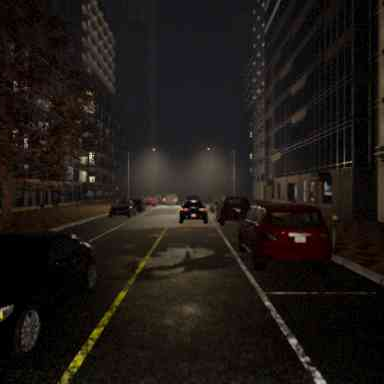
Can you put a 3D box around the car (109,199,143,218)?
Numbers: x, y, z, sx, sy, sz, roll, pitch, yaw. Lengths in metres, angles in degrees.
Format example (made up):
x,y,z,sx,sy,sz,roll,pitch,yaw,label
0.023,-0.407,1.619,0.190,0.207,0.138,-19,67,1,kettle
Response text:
x,y,z,sx,sy,sz,roll,pitch,yaw,label
-5.677,1.382,27.766,2.008,1.369,4.403,0,0,0,car

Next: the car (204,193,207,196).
x,y,z,sx,sy,sz,roll,pitch,yaw,label
2.716,1.171,61.903,1.947,1.339,4.313,0,0,0,car

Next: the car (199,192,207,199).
x,y,z,sx,sy,sz,roll,pitch,yaw,label
2.725,0.887,84.668,1.967,1.590,4.097,0,0,0,car

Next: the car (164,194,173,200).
x,y,z,sx,sy,sz,roll,pitch,yaw,label
-5.658,1.069,78.996,1.802,1.307,4.206,0,0,0,car

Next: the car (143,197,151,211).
x,y,z,sx,sy,sz,roll,pitch,yaw,label
-5.676,1.360,33.459,1.947,1.339,4.313,0,0,0,car

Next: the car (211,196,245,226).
x,y,z,sx,sy,sz,roll,pitch,yaw,label
2.702,1.182,22.057,2.192,1.841,5.009,0,0,0,car

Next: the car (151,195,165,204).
x,y,z,sx,sy,sz,roll,pitch,yaw,label
-5.667,1.194,56.227,2.008,1.369,4.403,0,0,0,car

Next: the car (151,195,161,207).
x,y,z,sx,sy,sz,roll,pitch,yaw,label
-5.671,1.302,44.841,1.802,1.307,4.206,0,0,0,car

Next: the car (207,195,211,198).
x,y,z,sx,sy,sz,roll,pitch,yaw,label
2.705,1.319,33.612,1.752,1.417,4.829,0,0,0,car

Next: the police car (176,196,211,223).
x,y,z,sx,sy,sz,roll,pitch,yaw,label
0.109,1.358,24.468,2.038,1.542,4.974,0,0,0,police car

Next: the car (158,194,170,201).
x,y,z,sx,sy,sz,roll,pitch,yaw,label
-5.663,1.111,67.611,1.887,1.381,4.507,0,0,0,car

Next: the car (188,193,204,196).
x,y,z,sx,sy,sz,roll,pitch,yaw,label
0.115,1.097,41.034,2.097,1.767,4.553,0,0,0,car

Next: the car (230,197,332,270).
x,y,z,sx,sy,sz,roll,pitch,yaw,label
2.698,1.251,10.673,2.192,1.841,5.009,0,0,0,car

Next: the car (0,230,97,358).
x,y,z,sx,sy,sz,roll,pitch,yaw,label
-3.098,1.489,6.072,1.812,1.442,4.674,0,0,0,car

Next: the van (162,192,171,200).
x,y,z,sx,sy,sz,roll,pitch,yaw,label
-5.660,0.868,73.302,1.690,1.788,3.998,0,0,0,van

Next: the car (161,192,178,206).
x,y,z,sx,sy,sz,roll,pitch,yaw,label
-3.064,1.050,48.134,2.097,1.767,4.553,0,0,0,car
